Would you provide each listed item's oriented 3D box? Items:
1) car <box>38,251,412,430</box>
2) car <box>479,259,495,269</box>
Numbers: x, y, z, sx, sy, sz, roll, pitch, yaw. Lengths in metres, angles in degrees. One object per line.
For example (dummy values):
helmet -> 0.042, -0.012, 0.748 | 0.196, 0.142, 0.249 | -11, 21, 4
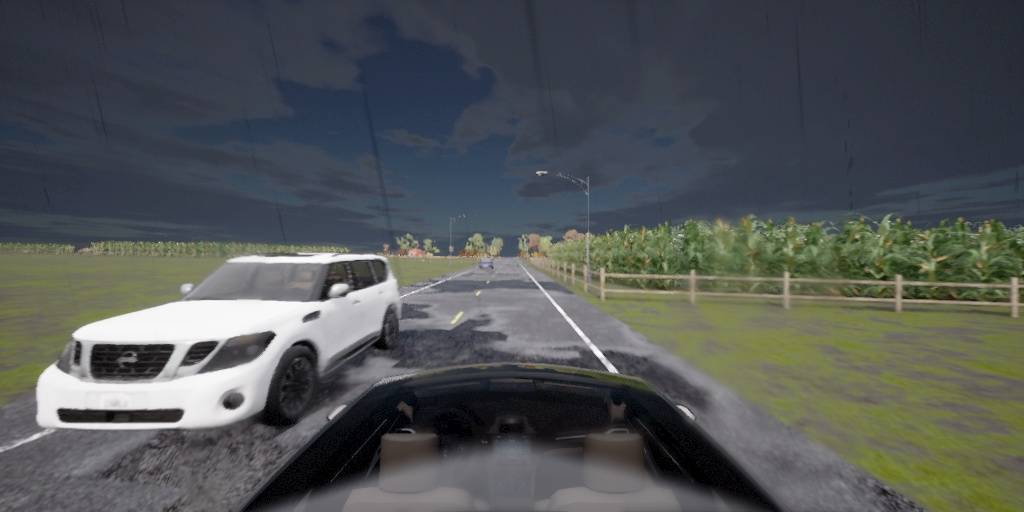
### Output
car -> -3.600, 0.957, 6.019 | 2.150, 2.045, 5.566 | 0, 0, 0
car -> -3.559, 1.100, 50.457 | 1.812, 1.442, 4.674 | 0, 0, 0
